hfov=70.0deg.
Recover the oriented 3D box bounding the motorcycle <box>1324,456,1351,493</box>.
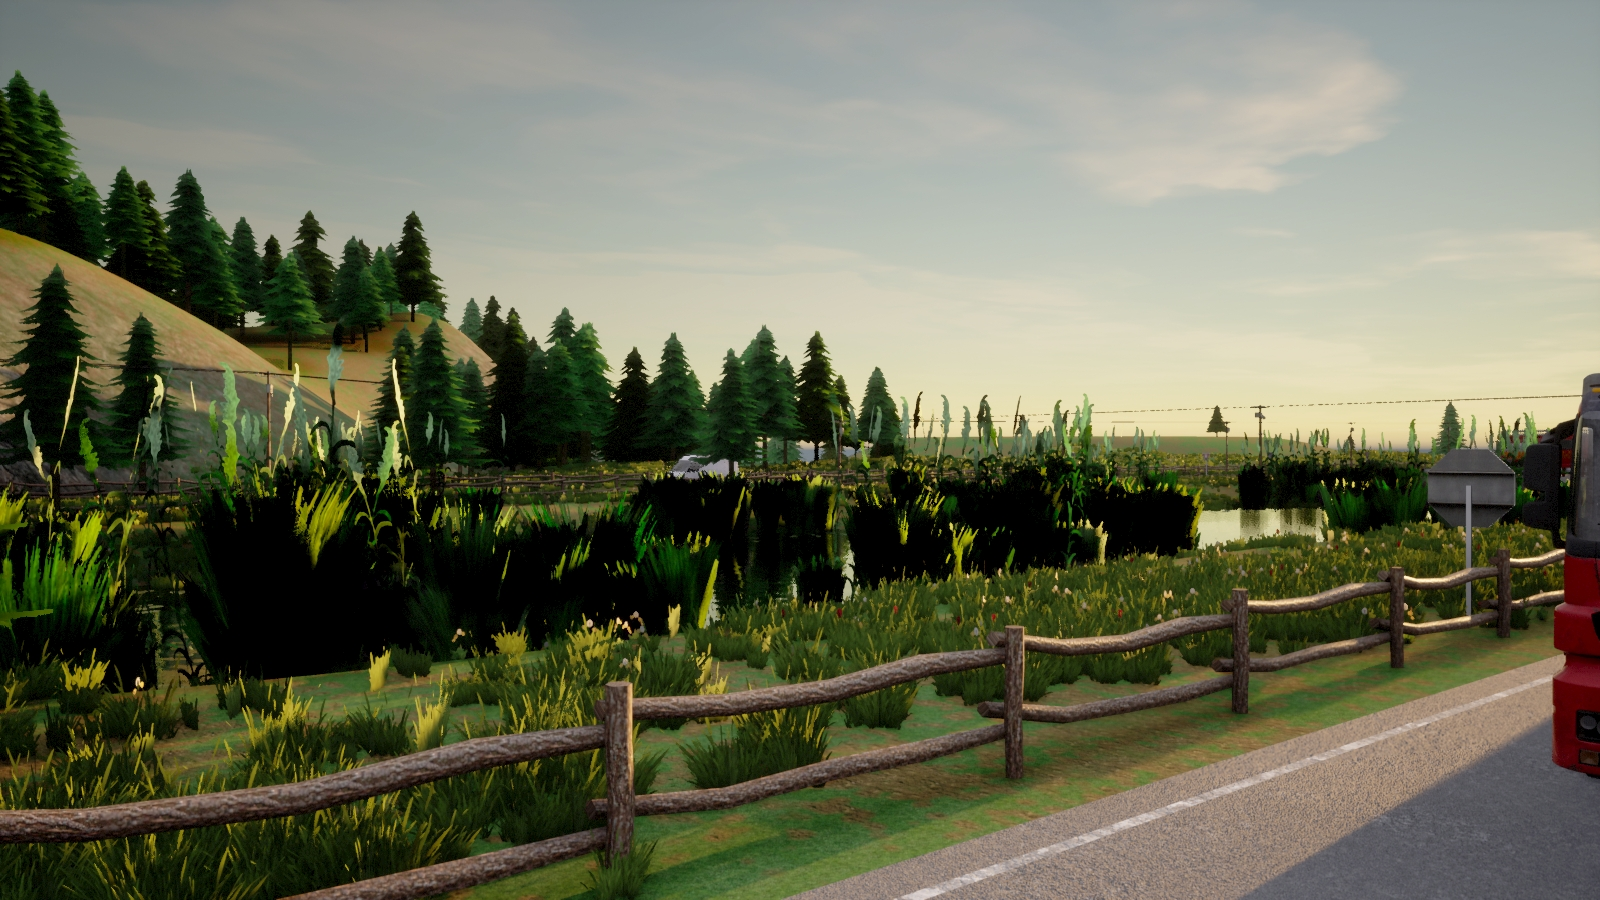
[{"bbox_3d":[35.027,1.577,74.469,2.033,2.348,0.803,0,0,-39],"label":"motorcycle"}]

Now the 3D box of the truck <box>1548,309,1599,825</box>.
[{"bbox_3d":[9.532,0.862,10.955,2.891,3.827,8.468,0,0,40],"label":"truck"}]
